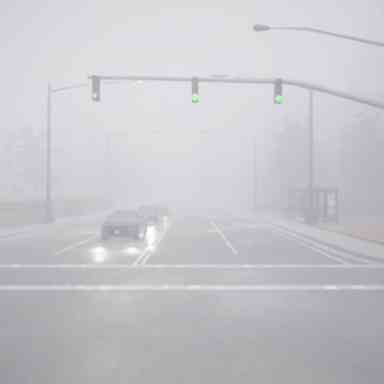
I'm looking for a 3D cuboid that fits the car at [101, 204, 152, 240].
[{"bbox_3d":[-3.624,1.687,18.553,1.882,1.535,5.008,0,0,0],"label":"car"}]

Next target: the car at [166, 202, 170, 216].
[{"bbox_3d":[-3.632,1.862,38.378,1.882,1.535,5.008,0,0,0],"label":"car"}]

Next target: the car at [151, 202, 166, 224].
[{"bbox_3d":[-3.635,1.784,28.001,2.128,1.511,4.902,0,0,0],"label":"car"}]
